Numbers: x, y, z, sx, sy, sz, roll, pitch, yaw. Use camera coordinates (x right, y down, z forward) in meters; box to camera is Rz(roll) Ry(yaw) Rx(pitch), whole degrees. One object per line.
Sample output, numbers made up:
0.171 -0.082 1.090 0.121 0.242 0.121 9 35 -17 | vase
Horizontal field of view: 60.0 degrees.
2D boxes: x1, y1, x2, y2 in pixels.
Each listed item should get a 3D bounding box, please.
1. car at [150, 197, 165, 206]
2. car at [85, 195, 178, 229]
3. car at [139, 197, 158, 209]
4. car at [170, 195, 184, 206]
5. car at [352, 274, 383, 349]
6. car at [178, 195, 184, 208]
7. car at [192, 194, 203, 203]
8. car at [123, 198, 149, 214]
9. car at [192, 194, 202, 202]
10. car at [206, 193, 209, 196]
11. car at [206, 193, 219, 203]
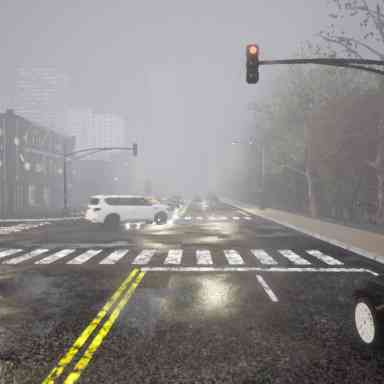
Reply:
-5.716 1.540 55.927 1.994 1.385 4.181 0 0 2 | car
-4.057 1.216 21.744 5.566 2.045 2.150 0 1 -32 | car
-5.886 1.459 45.876 1.882 1.535 5.008 0 0 1 | car
-2.473 1.328 56.490 2.097 1.767 4.553 0 0 1 | car
3.396 1.477 3.207 1.882 1.535 5.008 0 0 1 | car
-2.631 1.473 46.199 2.128 1.511 4.902 0 0 1 | car
1.116 1.518 66.551 2.033 1.411 5.357 0 0 1 | car
-6.048 1.478 36.364 2.128 1.511 4.902 0 0 -1 | car
1.176 1.319 77.107 2.097 1.767 4.553 0 0 1 | car
4.419 1.189 76.625 2.150 2.045 5.566 0 0 1 | car
4.359 1.474 66.126 1.837 1.490 4.892 0 0 1 | car
